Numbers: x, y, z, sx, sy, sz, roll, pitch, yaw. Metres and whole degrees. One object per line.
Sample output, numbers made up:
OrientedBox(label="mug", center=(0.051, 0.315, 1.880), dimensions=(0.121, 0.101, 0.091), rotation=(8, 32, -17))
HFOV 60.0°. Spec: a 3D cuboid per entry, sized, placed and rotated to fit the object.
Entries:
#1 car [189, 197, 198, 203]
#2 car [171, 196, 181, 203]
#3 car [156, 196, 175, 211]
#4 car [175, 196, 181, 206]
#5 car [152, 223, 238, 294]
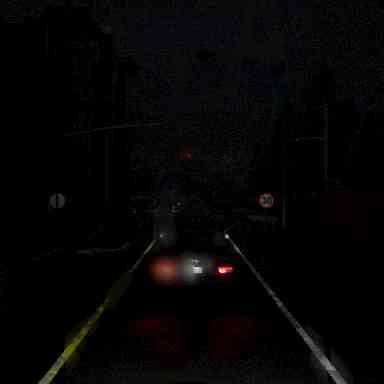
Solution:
OrientedBox(label="car", center=(0.262, 1.600, 69.680), dimensions=(1.895, 1.301, 4.718), rotation=(0, 0, 0))
OrientedBox(label="car", center=(-3.335, 1.589, 70.923), dimensions=(1.895, 1.301, 4.718), rotation=(0, 0, 0))
OrientedBox(label="car", center=(-3.393, 1.504, 41.178), dimensions=(1.837, 1.490, 4.892), rotation=(0, 0, -2))
OrientedBox(label="car", center=(-3.459, 1.489, 55.592), dimensions=(2.128, 1.511, 4.902), rotation=(0, 0, 0))
OrientedBox(label="car", center=(0.080, 1.547, 8.908), dimensions=(2.033, 1.411, 5.357), rotation=(0, 0, 0))
